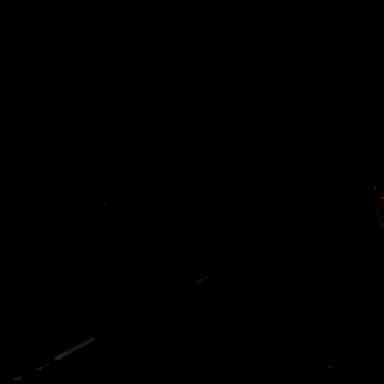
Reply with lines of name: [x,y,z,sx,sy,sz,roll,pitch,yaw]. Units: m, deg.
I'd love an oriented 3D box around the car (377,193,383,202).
car: [36.788,1.029,64.016,1.882,1.535,5.008,-3,-2,29]

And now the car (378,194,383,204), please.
car: [28.885,0.976,49.513,1.837,1.490,4.892,-3,-1,29]
